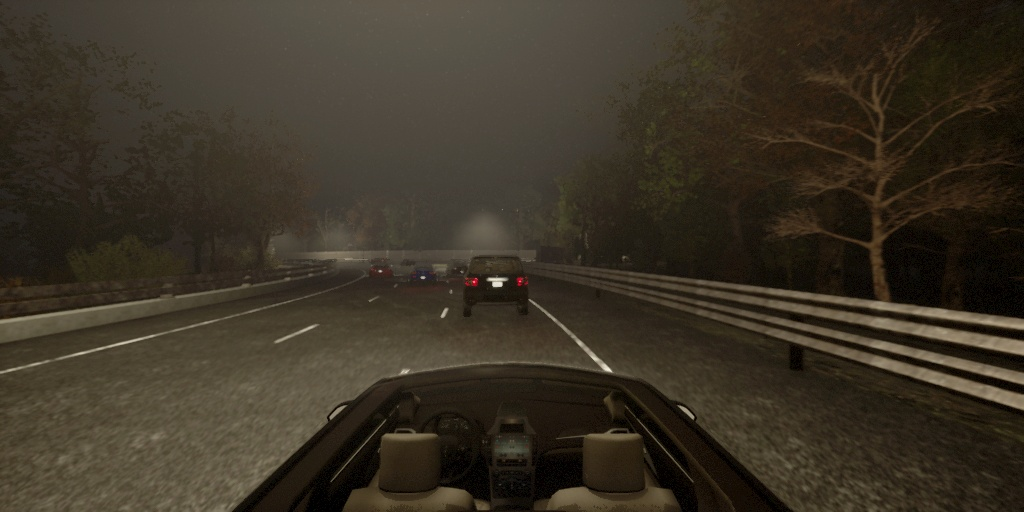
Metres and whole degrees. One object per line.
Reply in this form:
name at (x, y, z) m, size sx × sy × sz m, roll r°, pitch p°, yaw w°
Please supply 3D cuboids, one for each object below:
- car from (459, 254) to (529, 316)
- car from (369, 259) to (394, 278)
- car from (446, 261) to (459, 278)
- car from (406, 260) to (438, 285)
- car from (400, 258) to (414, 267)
car at (-0.725, 0.944, 13.478) m, size 2.150 × 2.045 × 5.566 m, roll 0°, pitch 0°, yaw -6°
car at (-11.999, 1.284, 32.992) m, size 1.994 × 1.385 × 4.181 m, roll 0°, pitch 0°, yaw -17°
car at (-5.016, 1.215, 33.734) m, size 1.812 × 1.442 × 4.674 m, roll 0°, pitch 0°, yaw -16°
car at (-6.345, 1.241, 25.691) m, size 1.812 × 1.442 × 4.674 m, roll 0°, pitch 0°, yaw -13°
car at (-17.871, 1.175, 61.723) m, size 1.837 × 1.490 × 4.892 m, roll 0°, pitch 0°, yaw -32°
